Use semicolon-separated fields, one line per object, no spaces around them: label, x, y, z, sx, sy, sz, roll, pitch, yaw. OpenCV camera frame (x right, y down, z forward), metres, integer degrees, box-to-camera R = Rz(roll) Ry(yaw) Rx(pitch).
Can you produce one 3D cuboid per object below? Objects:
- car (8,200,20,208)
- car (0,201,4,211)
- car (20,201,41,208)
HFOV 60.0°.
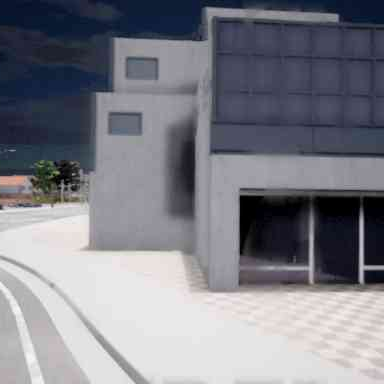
car;-35.021;2.437;66.489;2.128;1.511;4.902;1;-1;-4
car;-30.385;1.996;50.215;2.097;1.767;4.553;1;-1;-4
car;-31.453;2.496;65.669;1.994;1.385;4.181;1;-1;-4
